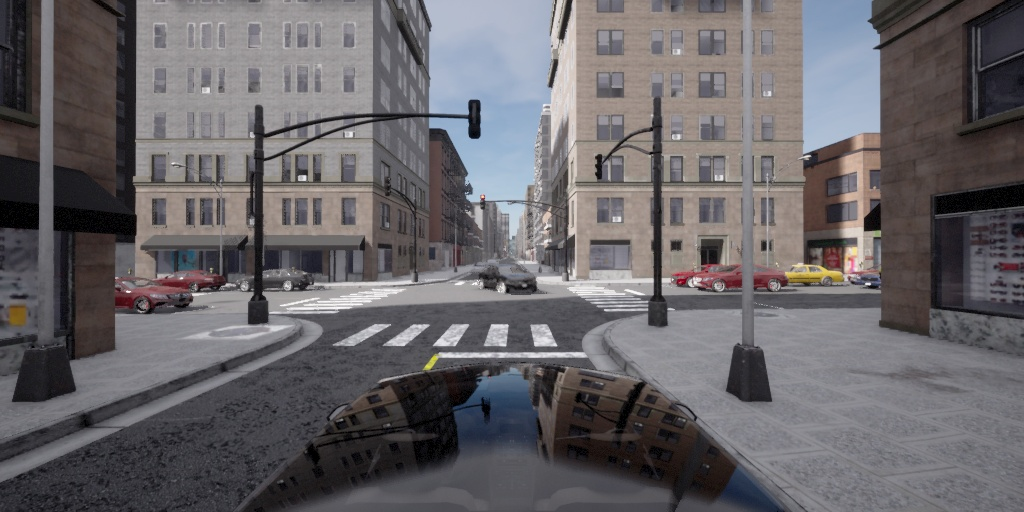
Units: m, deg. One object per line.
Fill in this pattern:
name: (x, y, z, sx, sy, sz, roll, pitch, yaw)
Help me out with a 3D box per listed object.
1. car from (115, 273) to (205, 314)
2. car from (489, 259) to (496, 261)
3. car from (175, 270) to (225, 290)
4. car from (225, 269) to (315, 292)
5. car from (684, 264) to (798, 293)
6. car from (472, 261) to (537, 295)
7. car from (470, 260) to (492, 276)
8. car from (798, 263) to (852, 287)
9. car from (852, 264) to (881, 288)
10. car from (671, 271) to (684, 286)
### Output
car: (-14.660, 1.451, 13.674, 4.207, 1.307, 1.802, 0, 0, 0)
car: (-3.118, 1.230, 55.114, 1.812, 1.442, 4.674, 0, 0, 0)
car: (-20.159, 1.545, 22.235, 4.207, 1.307, 1.802, 0, 0, 0)
car: (-14.631, 1.459, 22.200, 4.403, 1.370, 2.007, 0, 0, 0)
car: (12.187, 1.157, 19.272, 4.674, 1.442, 1.812, -1, 0, 1)
car: (-0.408, 1.233, 20.370, 1.882, 1.535, 5.008, -1, 0, -25)
car: (-3.122, 1.338, 36.283, 1.895, 1.301, 4.718, 0, 0, 0)
car: (17.454, 1.117, 21.993, 4.829, 1.417, 1.751, 0, 0, 0)
car: (21.774, 1.087, 19.208, 5.357, 1.411, 2.033, -1, 0, 1)
car: (12.132, 1.190, 22.027, 4.507, 1.381, 1.888, 0, 0, 0)
